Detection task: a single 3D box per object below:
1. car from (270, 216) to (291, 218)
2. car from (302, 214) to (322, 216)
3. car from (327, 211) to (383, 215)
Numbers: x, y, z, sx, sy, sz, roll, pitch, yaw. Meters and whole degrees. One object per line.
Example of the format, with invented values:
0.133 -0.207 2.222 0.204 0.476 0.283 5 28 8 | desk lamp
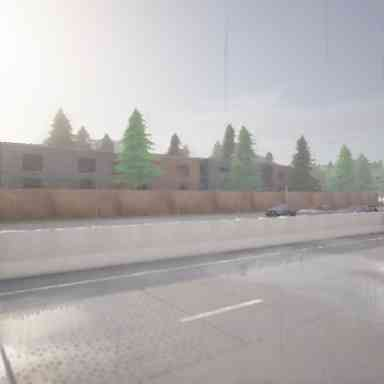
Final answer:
9.054 1.773 31.718 4.181 1.385 1.994 1 0 -35 | car
11.235 1.809 28.972 4.718 1.301 1.895 1 0 -35 | car
13.189 1.755 26.068 5.357 1.411 2.033 1 0 -35 | car
